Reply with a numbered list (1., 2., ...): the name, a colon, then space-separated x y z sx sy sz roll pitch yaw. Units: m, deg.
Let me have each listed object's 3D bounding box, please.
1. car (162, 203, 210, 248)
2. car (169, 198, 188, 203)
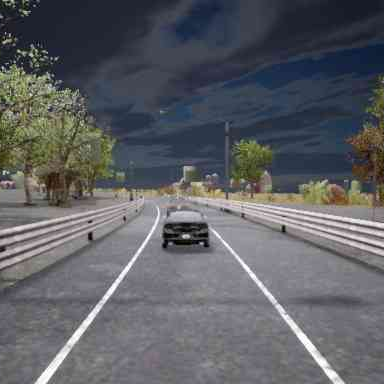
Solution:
1. car: -0.314 1.479 14.754 1.882 1.535 5.008 0 0 -2
2. car: -1.250 1.350 29.767 2.097 1.767 4.553 0 0 -5
